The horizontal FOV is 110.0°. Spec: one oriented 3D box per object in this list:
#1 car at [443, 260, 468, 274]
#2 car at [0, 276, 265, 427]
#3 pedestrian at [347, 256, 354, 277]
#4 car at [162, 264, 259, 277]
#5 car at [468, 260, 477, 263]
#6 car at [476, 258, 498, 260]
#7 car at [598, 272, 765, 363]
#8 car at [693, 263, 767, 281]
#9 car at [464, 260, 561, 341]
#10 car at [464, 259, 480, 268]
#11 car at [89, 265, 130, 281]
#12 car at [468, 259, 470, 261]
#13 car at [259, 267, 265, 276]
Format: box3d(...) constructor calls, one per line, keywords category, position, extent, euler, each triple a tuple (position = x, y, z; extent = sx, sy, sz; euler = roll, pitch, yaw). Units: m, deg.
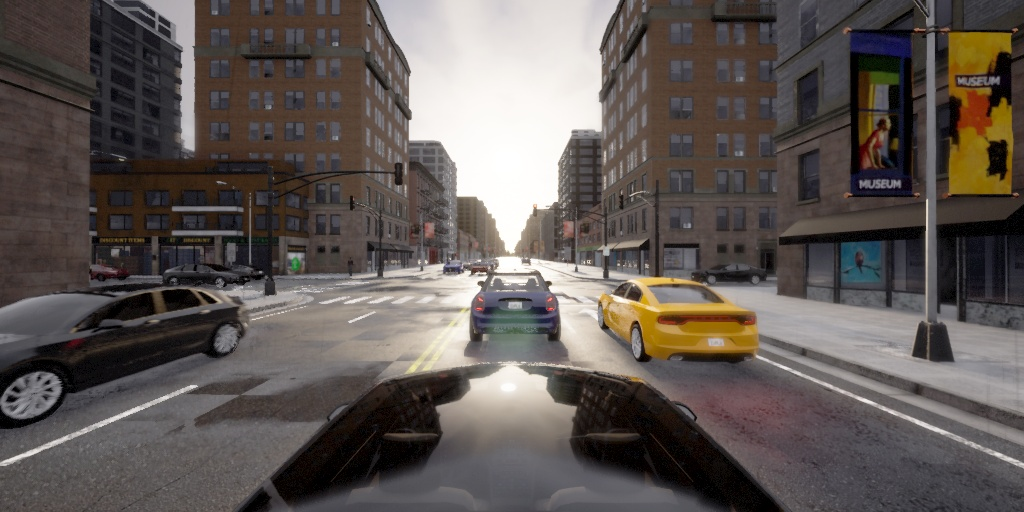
box3d(category="car", position=(-6.665, 1.226, 41.293), extent=(1.882, 1.535, 5.008), euler=(0, 0, 0))
box3d(category="car", position=(-6.579, 1.255, 5.731), extent=(1.837, 1.490, 4.892), euler=(0, 0, 0))
box3d(category="pedestrian", position=(-14.194, 0.920, 31.521), extent=(0.375, 1.860, 0.375), euler=(0, 0, 0))
box3d(category="car", position=(-19.621, 1.248, 23.177), extent=(4.892, 1.490, 1.837), euler=(0, 0, 0))
box3d(category="car", position=(-3.415, 1.350, 39.319), extent=(1.895, 1.301, 4.718), euler=(0, 0, 0))
box3d(category="car", position=(-3.428, 1.099, 48.226), extent=(2.097, 1.767, 4.553), euler=(0, 0, 0))
box3d(category="car", position=(3.314, 1.228, 8.209), extent=(1.882, 1.535, 5.008), euler=(0, 0, 1))
box3d(category="car", position=(15.839, 1.268, 26.363), extent=(5.008, 1.535, 1.882), euler=(0, 0, 1))
box3d(category="car", position=(0.076, 1.102, 10.009), extent=(2.097, 1.767, 4.553), euler=(0, 0, 0))
box3d(category="car", position=(-6.682, 1.234, 60.353), extent=(2.128, 1.511, 4.902), euler=(0, 0, 0))
box3d(category="car", position=(-33.194, 1.344, 28.707), extent=(4.207, 1.307, 1.802), euler=(0, 0, 0))
box3d(category="car", position=(-6.671, 1.310, 50.287), extent=(1.994, 1.385, 4.181), euler=(0, 0, 1))
box3d(category="car", position=(-22.172, 1.330, 28.671), extent=(4.313, 1.339, 1.948), euler=(0, 0, 0))
